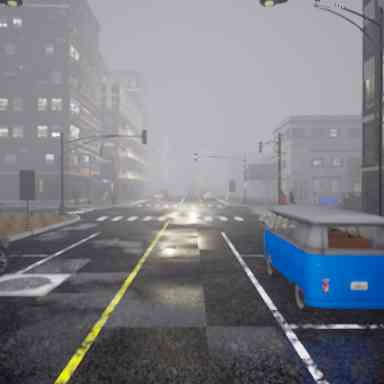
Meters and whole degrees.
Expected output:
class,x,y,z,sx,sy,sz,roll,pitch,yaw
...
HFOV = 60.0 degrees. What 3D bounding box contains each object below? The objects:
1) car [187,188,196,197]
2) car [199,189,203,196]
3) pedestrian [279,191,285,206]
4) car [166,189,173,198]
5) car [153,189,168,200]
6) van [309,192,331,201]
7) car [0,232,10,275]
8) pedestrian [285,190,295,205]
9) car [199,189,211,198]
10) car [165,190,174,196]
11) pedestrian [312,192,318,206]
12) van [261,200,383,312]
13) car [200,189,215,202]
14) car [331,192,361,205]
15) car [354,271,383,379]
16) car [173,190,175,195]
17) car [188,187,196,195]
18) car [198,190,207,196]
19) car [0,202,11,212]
class,x,y,z,sx,sy,sz,roll,pitch,yaw
car,-0.044,0.196,78.687,2.097,1.767,4.553,0,1,0
car,2.657,0.642,62.996,1.802,1.307,4.206,0,1,0
pedestrian,6.122,0.792,22.421,0.375,1.860,0.375,0,1,0
car,-5.726,0.297,68.525,2.192,1.841,5.009,0,1,0
car,-5.720,0.667,57.280,1.752,1.417,4.829,0,1,0
van,14.879,0.851,36.409,3.998,1.788,1.690,0,0,0
car,-5.691,1.453,7.157,1.947,1.339,4.313,0,1,0
pedestrian,6.366,0.812,21.222,0.375,1.860,0.375,0,1,0
car,2.655,0.297,68.531,2.192,1.841,5.009,0,1,0
car,-5.736,0.280,84.974,1.752,1.417,4.829,0,1,0
pedestrian,8.116,0.909,21.824,0.375,1.860,0.375,0,1,0
van,2.657,1.228,7.133,1.690,1.788,3.998,0,1,0
car,2.664,0.741,52.088,1.752,1.417,4.829,0,1,0
car,14.907,0.915,28.029,5.009,1.841,2.192,0,0,0
car,2.659,1.557,1.448,1.802,1.307,4.206,0,1,0
car,-5.733,0.379,79.606,2.008,1.369,4.403,0,1,0
car,-0.049,-0.182,88.746,2.150,2.045,5.566,0,1,0
car,2.645,0.303,85.150,2.008,1.369,4.403,0,1,0
car,-17.482,1.094,27.933,4.206,1.307,1.802,0,0,0
